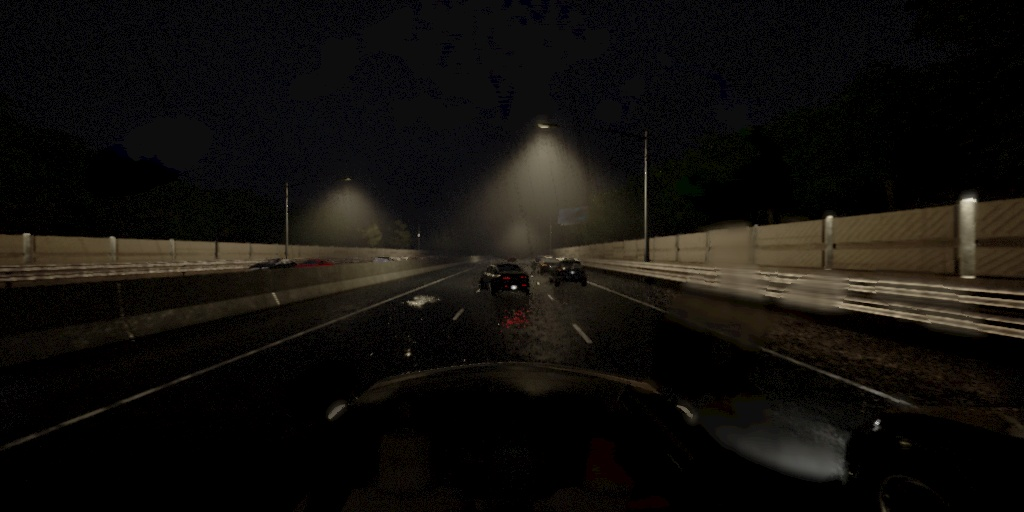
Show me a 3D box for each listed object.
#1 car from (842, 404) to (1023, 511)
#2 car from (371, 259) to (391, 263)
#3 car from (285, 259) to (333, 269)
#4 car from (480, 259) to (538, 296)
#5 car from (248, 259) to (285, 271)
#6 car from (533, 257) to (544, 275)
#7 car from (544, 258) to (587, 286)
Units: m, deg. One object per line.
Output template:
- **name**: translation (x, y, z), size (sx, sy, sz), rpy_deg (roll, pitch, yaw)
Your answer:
- **car**: translation (3.500, 1.321, 0.950), size (1.994, 1.385, 4.181), rpy_deg (0, 1, 0)
- **car**: translation (-14.100, 0.984, 38.961), size (2.033, 1.411, 5.357), rpy_deg (0, 0, 0)
- **car**: translation (-17.599, 1.016, 31.882), size (1.812, 1.442, 4.674), rpy_deg (0, 0, 0)
- **car**: translation (-0.426, 1.111, 18.201), size (1.837, 1.490, 4.892), rpy_deg (-2, 1, -13)
- **car**: translation (-21.097, 0.981, 31.865), size (2.128, 1.511, 4.902), rpy_deg (0, 0, 0)
- **car**: translation (3.491, 0.979, 33.997), size (2.163, 1.488, 4.792), rpy_deg (0, 0, 0)
- **car**: translation (3.494, 0.996, 22.960), size (2.033, 1.649, 4.856), rpy_deg (0, 1, 0)
